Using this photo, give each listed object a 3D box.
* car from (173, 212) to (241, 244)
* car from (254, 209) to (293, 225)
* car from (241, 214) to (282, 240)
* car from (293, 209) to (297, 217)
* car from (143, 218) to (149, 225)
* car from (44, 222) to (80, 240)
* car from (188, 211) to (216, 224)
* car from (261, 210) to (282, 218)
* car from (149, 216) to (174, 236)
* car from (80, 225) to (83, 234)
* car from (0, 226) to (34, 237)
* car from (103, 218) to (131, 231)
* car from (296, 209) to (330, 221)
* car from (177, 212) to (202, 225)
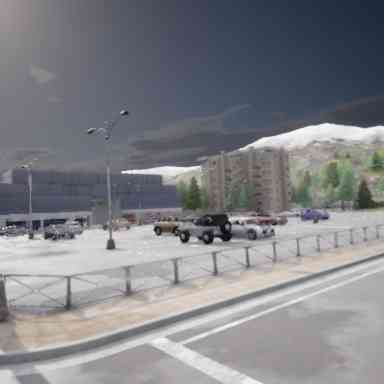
[{"bbox_3d":[0.915,2.340,21.720,1.905,1.878,3.866,0,-4,-40],"label":"car"},{"bbox_3d":[8.483,3.035,37.256,2.007,1.523,4.514,0,-4,-40],"label":"car"},{"bbox_3d":[3.877,2.556,23.359,1.970,1.475,3.806,0,-4,-40],"label":"car"},{"bbox_3d":[18.433,3.858,59.697,1.970,1.475,3.806,0,-4,-40],"label":"car"},{"bbox_3d":[-7.392,5.750,65.851,4.902,1.511,2.128,0,-5,-40],"label":"car"},{"bbox_3d":[-13.265,3.997,33.090,2.007,1.523,4.514,0,-4,-40],"label":"car"},{"bbox_3d":[1.602,4.262,55.544,1.932,1.855,4.605,0,-4,-40],"label":"car"},{"bbox_3d":[16.002,4.418,67.295,1.845,1.501,3.633,0,-4,-40],"label":"car"},{"bbox_3d":[-1.564,2.964,29.856,1.932,1.855,4.605,0,-4,-40],"label":"car"},{"bbox_3d":[-14.937,4.468,40.842,1.970,1.475,3.806,0,-4,-40],"label":"car"},{"bbox_3d":[-26.386,5.893,49.948,4.902,1.511,2.128,-1,-3,-34],"label":"car"},{"bbox_3d":[-10.210,4.378,45.194,2.152,1.636,5.027,0,-4,-40],"label":"car"},{"bbox_3d":[16.199,2.994,43.606,1.845,1.501,3.633,0,-4,-40],"label":"car"},{"bbox_3d":[-0.372,4.226,53.372,1.905,1.878,3.866,0,-4,-40],"label":"car"}]
